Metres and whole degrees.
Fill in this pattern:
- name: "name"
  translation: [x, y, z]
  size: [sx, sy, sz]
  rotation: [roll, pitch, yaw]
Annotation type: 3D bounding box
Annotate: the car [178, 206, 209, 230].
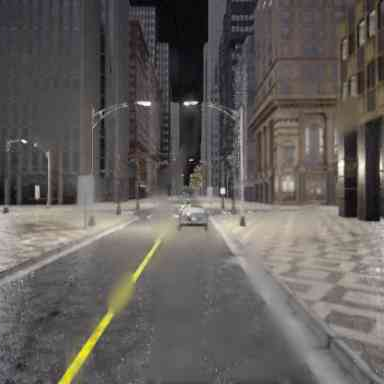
- name: "car"
  translation: [0.094, 1.554, 20.893]
  size: [2.033, 1.411, 5.357]
  rotation: [0, 0, 0]
